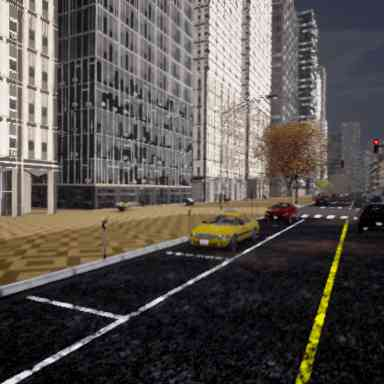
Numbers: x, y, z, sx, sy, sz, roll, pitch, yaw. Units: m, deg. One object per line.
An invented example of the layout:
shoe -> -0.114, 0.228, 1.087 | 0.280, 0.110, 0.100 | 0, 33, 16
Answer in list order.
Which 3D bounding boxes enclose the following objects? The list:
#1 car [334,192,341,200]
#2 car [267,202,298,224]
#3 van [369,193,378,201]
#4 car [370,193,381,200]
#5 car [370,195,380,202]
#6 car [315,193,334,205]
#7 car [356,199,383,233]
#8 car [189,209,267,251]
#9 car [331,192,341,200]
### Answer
car -> 35.512, 1.286, 82.557 | 1.947, 1.339, 4.313 | 1, 0, 26
car -> 6.478, 1.407, 23.816 | 1.887, 1.381, 4.507 | 1, 0, 26
van -> 43.027, 1.160, 78.842 | 1.690, 1.788, 3.998 | 1, 0, 26
car -> 38.131, 1.402, 68.941 | 1.947, 1.339, 4.313 | 1, 0, 26
car -> 40.653, 1.352, 74.044 | 1.752, 1.417, 4.829 | 1, 0, 26
car -> 20.831, 1.098, 52.849 | 2.192, 1.841, 5.009 | 1, 0, 26
car -> 10.352, 1.416, 18.662 | 1.882, 1.535, 5.008 | 1, 0, 26
car -> 1.499, 1.422, 13.743 | 1.752, 1.417, 4.829 | 1, 1, 26
car -> 37.961, 1.028, 87.506 | 2.192, 1.841, 5.009 | 1, 0, 26
